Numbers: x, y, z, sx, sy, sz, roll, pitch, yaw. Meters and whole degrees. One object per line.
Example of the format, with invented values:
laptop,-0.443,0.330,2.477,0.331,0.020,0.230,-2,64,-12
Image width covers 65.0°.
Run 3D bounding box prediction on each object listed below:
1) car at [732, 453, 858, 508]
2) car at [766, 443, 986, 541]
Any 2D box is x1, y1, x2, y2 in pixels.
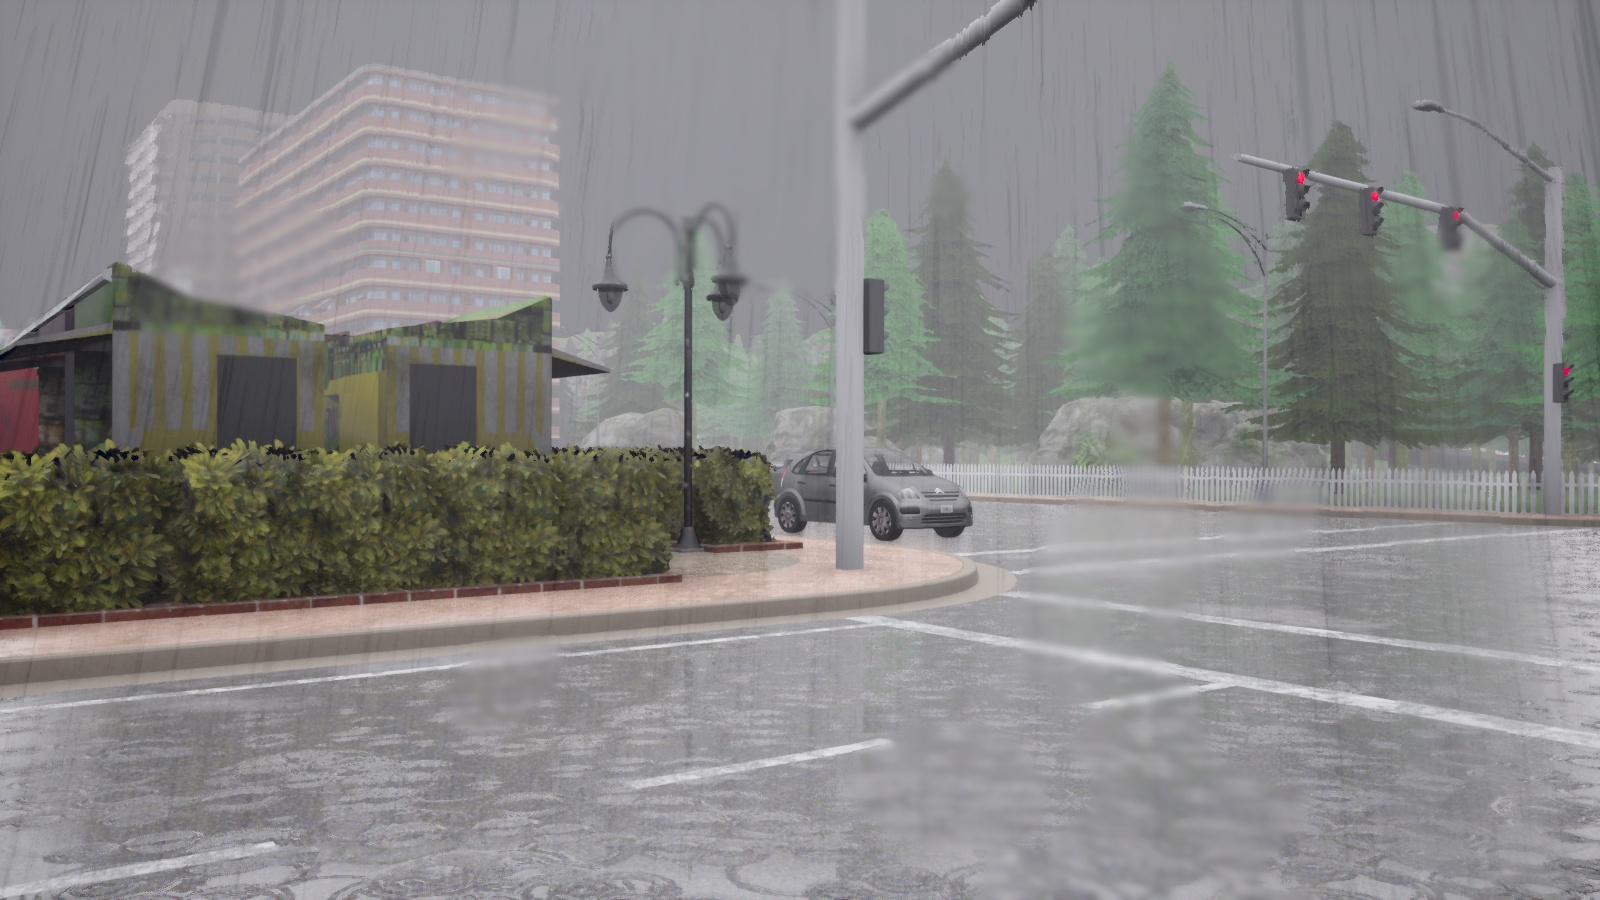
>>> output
car,-0.194,0.848,36.491,1.845,1.501,3.633,0,0,-37
car,1.296,0.696,22.830,1.851,1.617,3.988,0,0,-37
